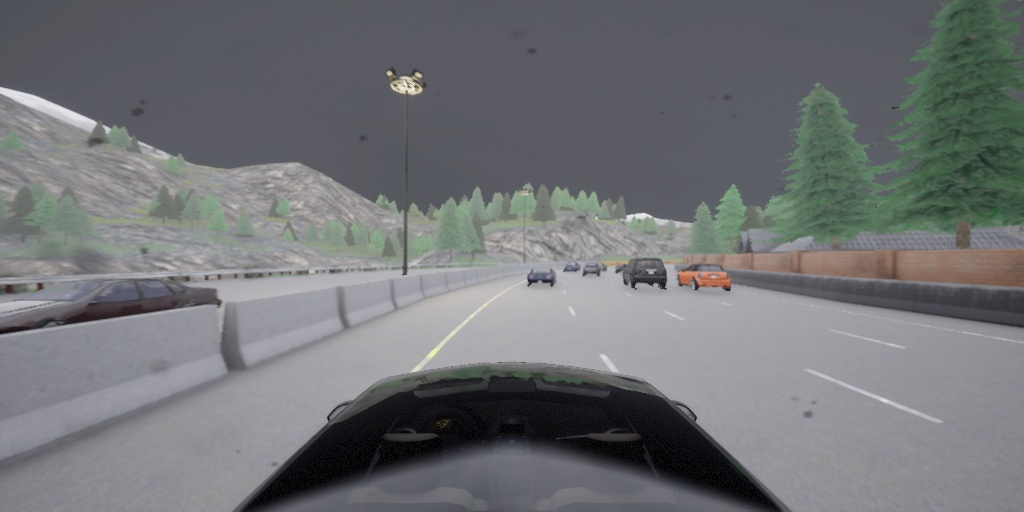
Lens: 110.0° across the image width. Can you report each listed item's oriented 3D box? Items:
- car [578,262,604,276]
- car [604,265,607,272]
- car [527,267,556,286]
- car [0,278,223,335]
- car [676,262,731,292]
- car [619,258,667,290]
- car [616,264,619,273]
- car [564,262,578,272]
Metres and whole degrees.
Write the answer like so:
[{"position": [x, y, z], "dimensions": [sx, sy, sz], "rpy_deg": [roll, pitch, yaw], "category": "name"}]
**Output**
[{"position": [9.189, 1.505, 41.267], "dimensions": [2.128, 1.511, 4.902], "rpy_deg": [0, 0, 16], "category": "car"}, {"position": [12.959, 1.648, 53.370], "dimensions": [2.033, 1.411, 5.357], "rpy_deg": [0, 0, 22], "category": "car"}, {"position": [2.305, 1.496, 26.768], "dimensions": [1.895, 1.301, 4.718], "rpy_deg": [0, 0, 10], "category": "car"}, {"position": [-10.341, 1.274, 9.157], "dimensions": [2.033, 1.411, 5.357], "rpy_deg": [0, 0, 3], "category": "car"}, {"position": [12.485, 1.293, 23.680], "dimensions": [2.097, 1.767, 4.553], "rpy_deg": [0, 0, 9], "category": "car"}, {"position": [9.060, 1.148, 24.805], "dimensions": [2.150, 2.045, 5.566], "rpy_deg": [0, 0, 9], "category": "car"}, {"position": [15.602, 1.700, 50.187], "dimensions": [1.895, 1.301, 4.718], "rpy_deg": [0, 0, 20], "category": "car"}, {"position": [8.709, 1.590, 51.595], "dimensions": [1.812, 1.442, 4.674], "rpy_deg": [0, 0, 19], "category": "car"}]
